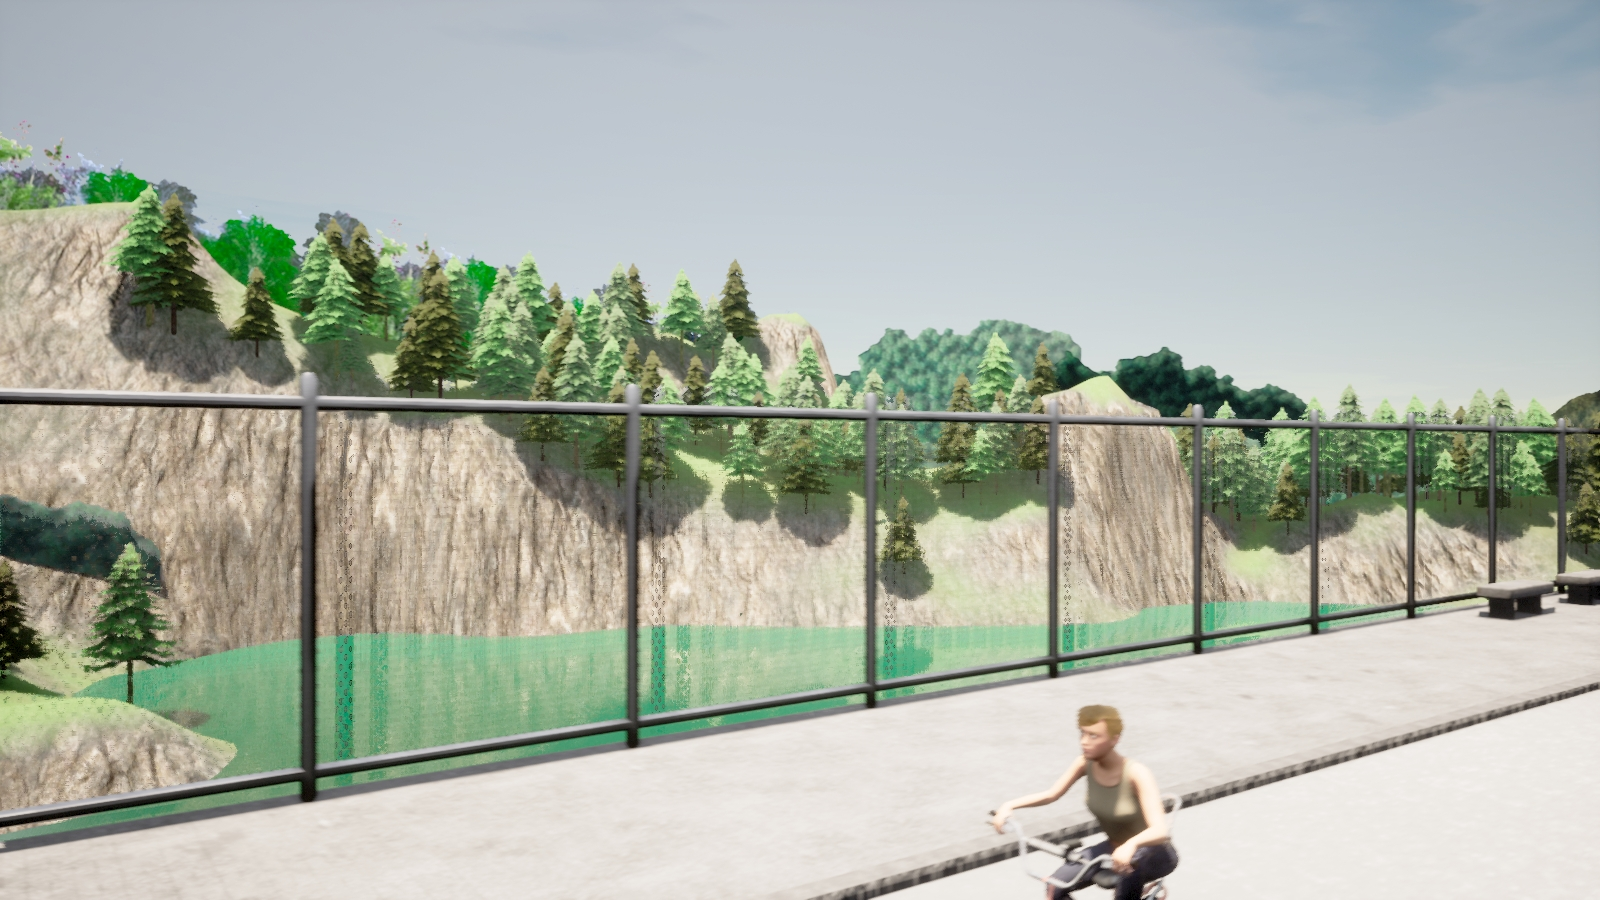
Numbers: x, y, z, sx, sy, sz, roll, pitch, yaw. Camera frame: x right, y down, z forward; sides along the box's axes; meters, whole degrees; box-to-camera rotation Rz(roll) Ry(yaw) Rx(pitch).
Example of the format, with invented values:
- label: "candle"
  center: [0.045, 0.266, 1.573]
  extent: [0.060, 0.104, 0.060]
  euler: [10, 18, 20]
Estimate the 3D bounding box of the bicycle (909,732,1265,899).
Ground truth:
- label: "bicycle"
  center: [1.361, 2.158, 5.364]
  extent: [1.487, 1.276, 0.859]
  euler: [0, 0, -35]
